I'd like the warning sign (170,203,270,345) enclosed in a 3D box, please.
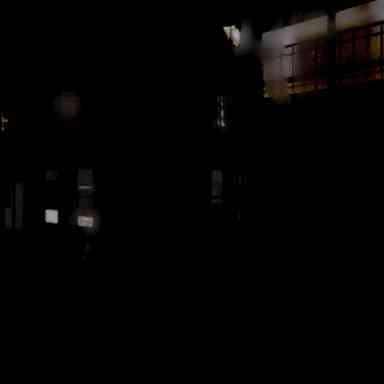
[{"bbox_3d":[0.477,1.128,5.315,1.060,1.860,1.300,1,0,35],"label":"warning sign"}]
